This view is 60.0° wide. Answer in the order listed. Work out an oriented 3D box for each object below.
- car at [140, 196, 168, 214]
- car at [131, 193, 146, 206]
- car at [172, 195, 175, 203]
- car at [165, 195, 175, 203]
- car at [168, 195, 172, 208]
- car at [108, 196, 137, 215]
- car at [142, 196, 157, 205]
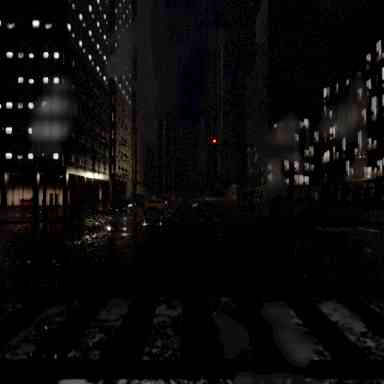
[{"bbox_3d":[-3.922,1.445,35.148,1.882,1.535,5.008,0,0,-1],"label":"car"},{"bbox_3d":[-7.355,1.177,45.126,2.150,2.045,5.566,0,0,-1],"label":"car"},{"bbox_3d":[-4.259,1.469,54.094,1.812,1.442,4.674,0,0,-1],"label":"car"},{"bbox_3d":[-4.452,1.394,69.089,1.882,1.535,5.008,0,0,-1],"label":"car"},{"bbox_3d":[-4.086,1.308,44.108,2.097,1.767,4.553,0,0,-1],"label":"car"},{"bbox_3d":[-7.158,1.472,33.899,1.837,1.490,4.892,0,0,-1],"label":"car"},{"bbox_3d":[-7.576,1.481,59.307,2.033,1.411,5.357,0,0,0],"label":"car"}]
